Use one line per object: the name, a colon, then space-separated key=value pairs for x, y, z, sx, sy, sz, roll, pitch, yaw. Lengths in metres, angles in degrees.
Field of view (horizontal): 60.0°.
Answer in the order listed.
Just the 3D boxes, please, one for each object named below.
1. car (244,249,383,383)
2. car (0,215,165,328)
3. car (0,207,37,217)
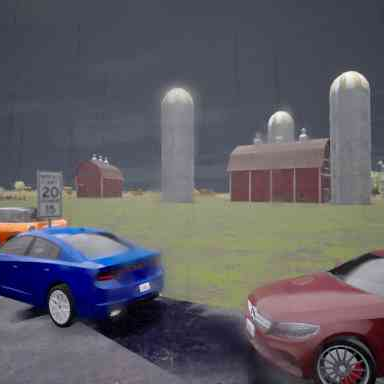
car: x=3.080 y=1.557 z=4.636 sx=4.674 sy=1.442 sz=1.812 roll=1 pitch=0 yaw=-7
car: x=-2.892 y=1.480 z=7.054 sx=5.008 sy=1.535 sz=1.882 roll=0 pitch=0 yaw=33
car: x=-6.943 y=1.365 z=12.853 sx=4.553 sy=1.767 sz=2.097 roll=0 pitch=0 yaw=25
